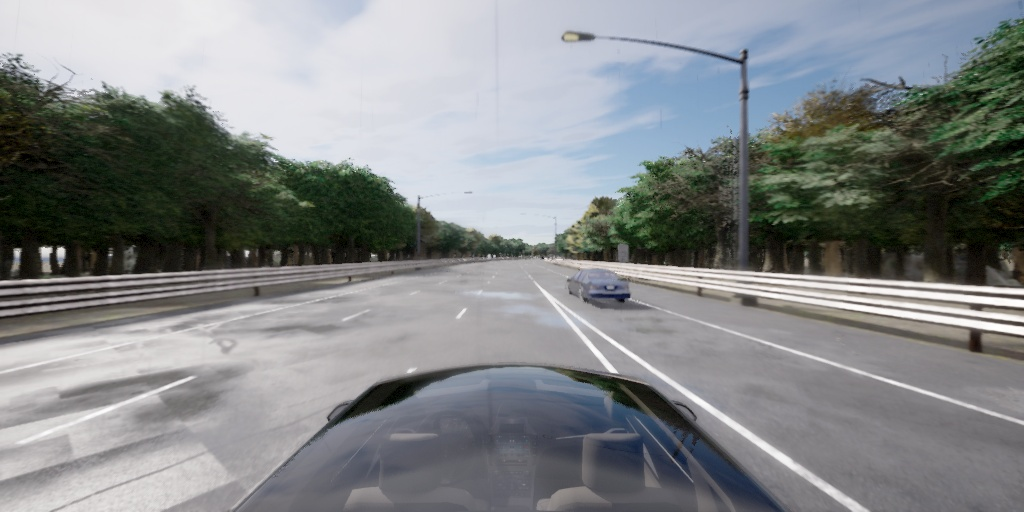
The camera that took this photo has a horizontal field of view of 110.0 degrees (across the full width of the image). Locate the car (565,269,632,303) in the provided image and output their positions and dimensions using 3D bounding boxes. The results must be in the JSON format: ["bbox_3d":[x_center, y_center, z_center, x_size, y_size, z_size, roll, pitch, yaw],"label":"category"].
[{"bbox_3d":[3.807,1.294,16.636,2.033,1.411,5.357,0,0,-2],"label":"car"}]
